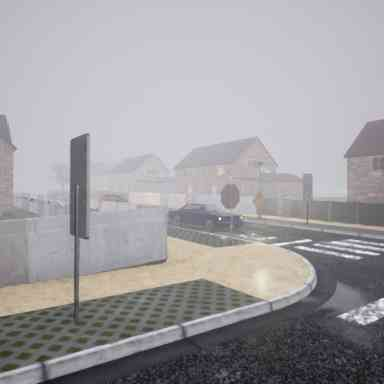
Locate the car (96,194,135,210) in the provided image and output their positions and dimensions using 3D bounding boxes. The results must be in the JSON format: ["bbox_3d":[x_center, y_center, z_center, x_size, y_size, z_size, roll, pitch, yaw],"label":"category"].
[{"bbox_3d":[-6.411,1.123,28.095,1.895,1.301,4.718,1,1,-36],"label":"car"}]

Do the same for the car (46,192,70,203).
[{"bbox_3d":[-18.517,0.756,45.040,1.994,1.385,4.181,1,0,-35],"label":"car"}]

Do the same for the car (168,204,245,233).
[{"bbox_3d":[0.682,1.340,18.247,1.895,1.301,4.718,1,1,-36],"label":"car"}]

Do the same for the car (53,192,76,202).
[{"bbox_3d":[-19.933,0.672,51.888,2.033,1.411,5.357,1,0,-36],"label":"car"}]

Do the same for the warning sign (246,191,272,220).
[{"bbox_3d":[4.453,0.875,22.173,1.300,1.860,1.060,-1,0,-36],"label":"warning sign"}]
